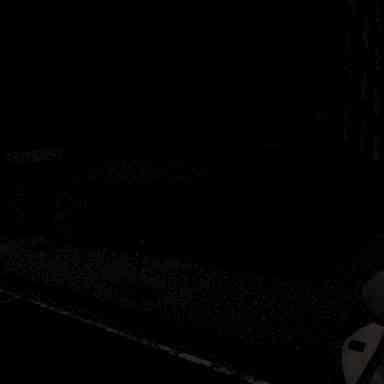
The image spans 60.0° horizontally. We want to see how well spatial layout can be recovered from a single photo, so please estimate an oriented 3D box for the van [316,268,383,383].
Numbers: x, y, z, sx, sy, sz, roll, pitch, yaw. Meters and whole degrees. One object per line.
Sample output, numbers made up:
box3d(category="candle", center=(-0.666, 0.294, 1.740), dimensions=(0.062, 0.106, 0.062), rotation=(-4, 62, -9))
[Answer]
box3d(category="van", center=(2.479, 1.342, 1.181), dimensions=(3.998, 1.788, 1.690), rotation=(0, 1, 35))
